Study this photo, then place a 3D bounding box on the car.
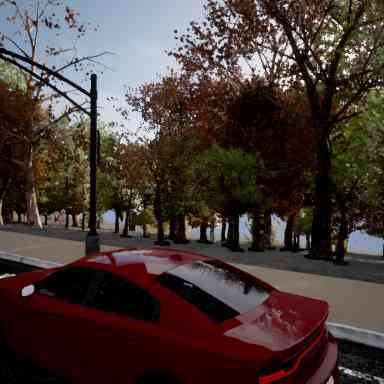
[{"bbox_3d":[-0.849,1.477,4.283,5.008,1.535,1.882,0,0,35],"label":"car"}]
